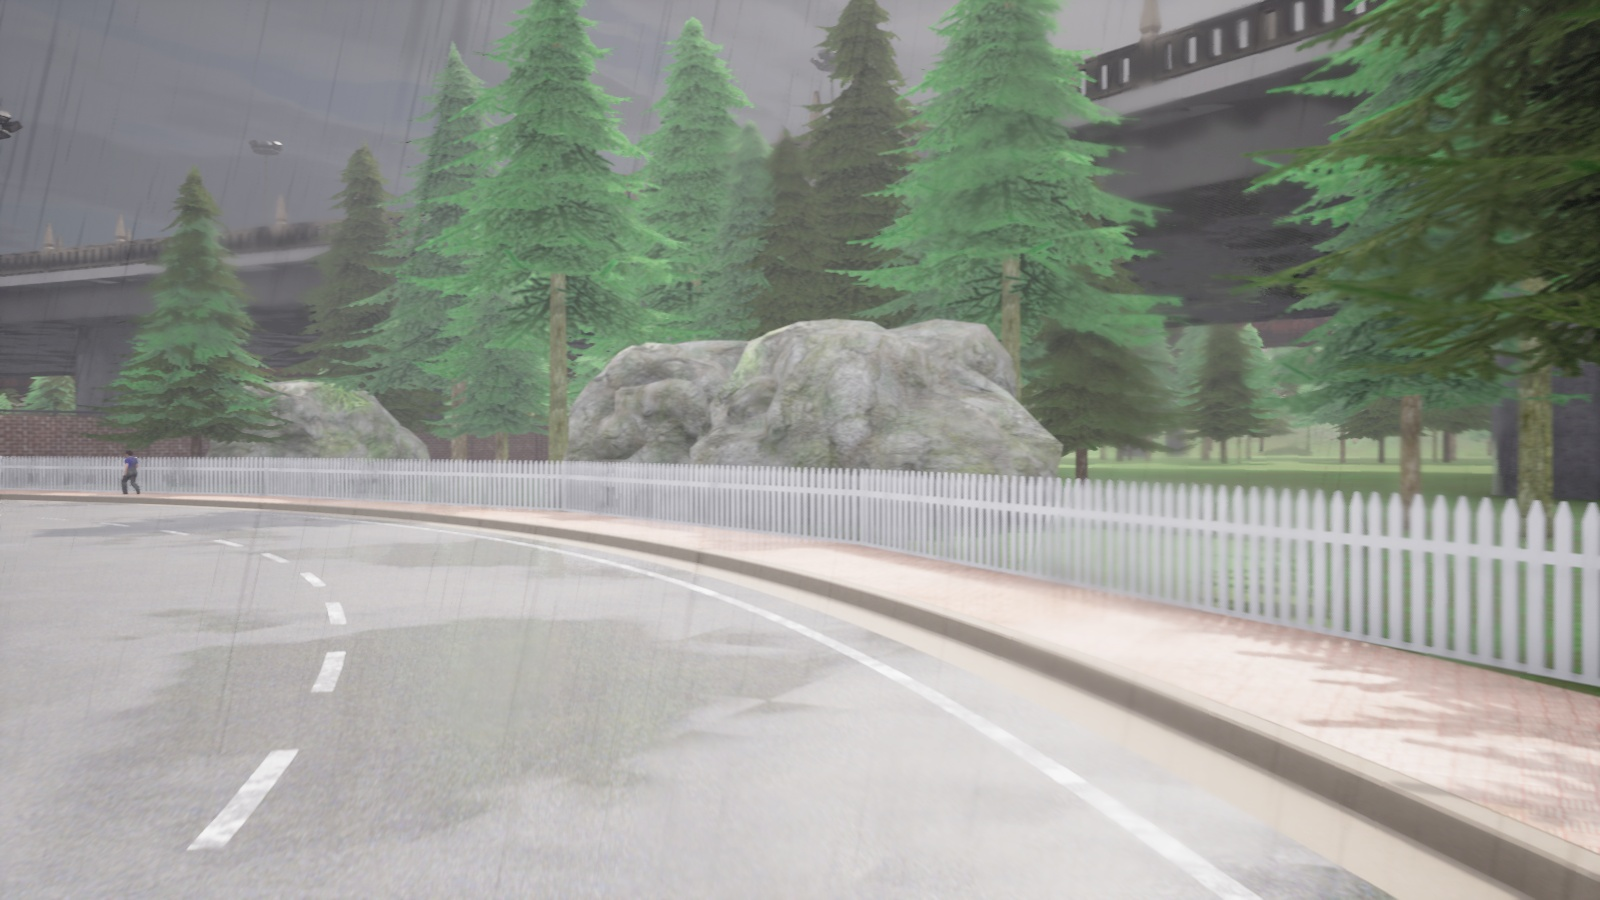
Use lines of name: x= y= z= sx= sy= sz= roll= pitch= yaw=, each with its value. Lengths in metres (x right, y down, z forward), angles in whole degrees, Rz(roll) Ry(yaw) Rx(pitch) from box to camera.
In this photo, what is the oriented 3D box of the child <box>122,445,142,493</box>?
child: x=-17.750 y=0.497 z=33.360 sx=0.437 sy=1.263 sz=0.270 roll=0 pitch=0 yaw=27
